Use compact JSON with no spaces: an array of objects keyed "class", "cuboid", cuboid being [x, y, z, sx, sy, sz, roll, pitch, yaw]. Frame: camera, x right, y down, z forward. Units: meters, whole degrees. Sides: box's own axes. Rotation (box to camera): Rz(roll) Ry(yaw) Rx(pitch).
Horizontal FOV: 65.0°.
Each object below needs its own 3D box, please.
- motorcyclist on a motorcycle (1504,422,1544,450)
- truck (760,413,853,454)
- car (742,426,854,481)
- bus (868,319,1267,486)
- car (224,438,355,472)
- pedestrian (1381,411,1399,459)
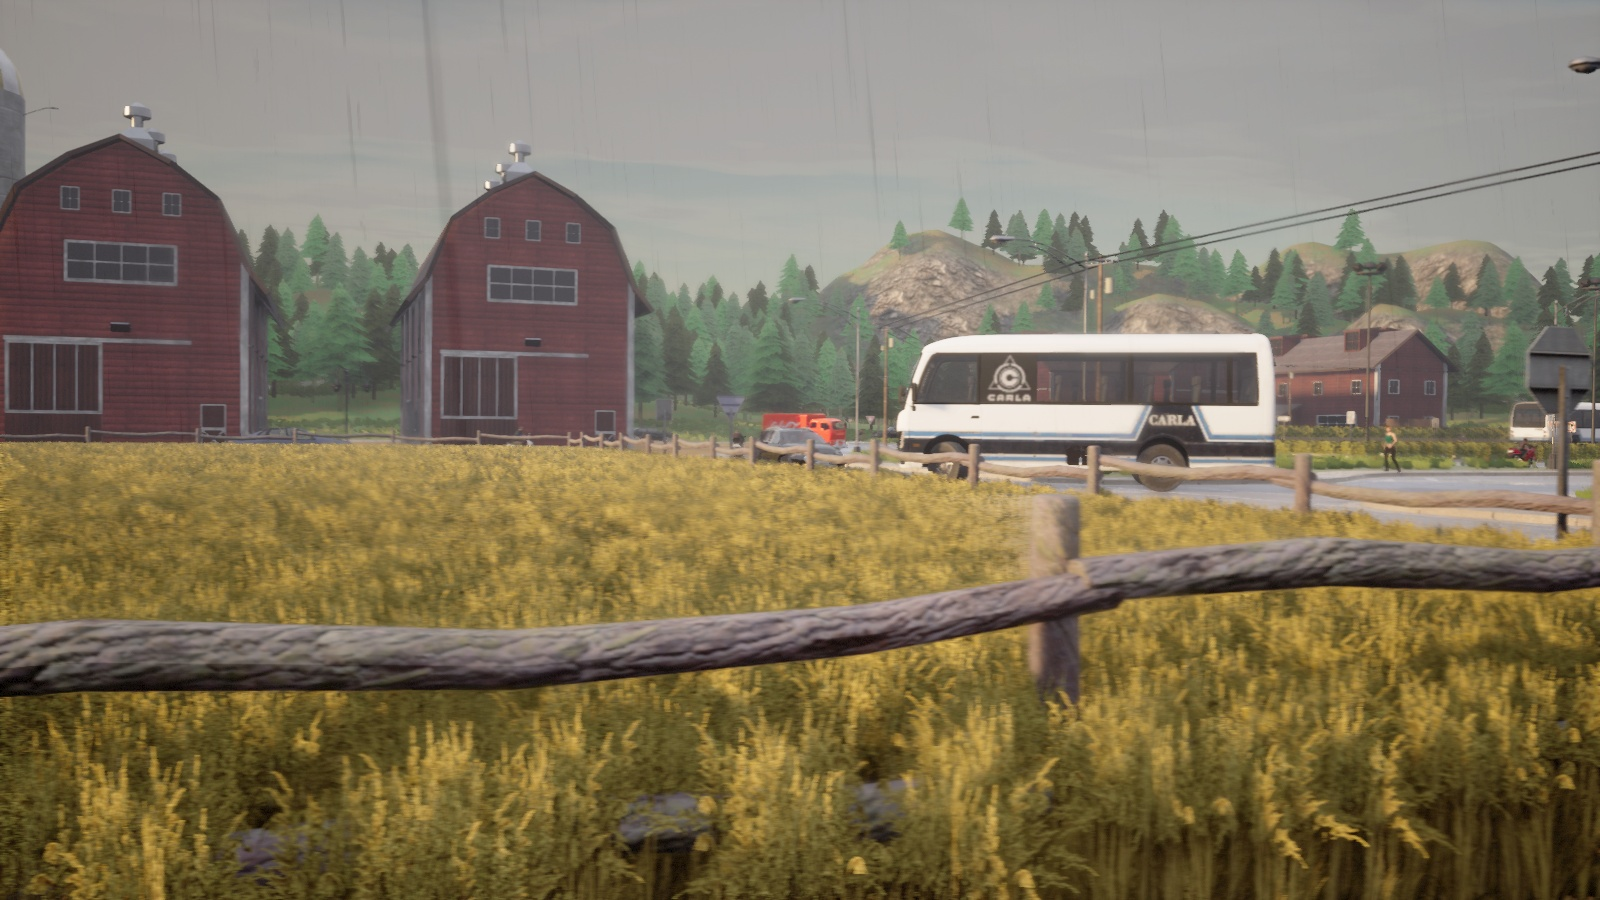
[{"class":"motorcyclist on a motorcycle","cuboid":[40.525,-0.794,70.309,2.044,1.523,0.797,-1,1,-20]},{"class":"truck","cuboid":[0.395,-1.045,78.463,5.204,2.467,2.627,0,3,33]},{"class":"car","cuboid":[-0.155,0.074,40.652,2.033,1.649,4.856,-1,1,-20]},{"class":"bus","cuboid":[7.264,-1.223,35.013,10.273,4.253,3.944,0,1,11]},{"class":"car","cuboid":[-22.989,0.181,56.647,5.357,1.411,2.033,-1,1,-24]},{"class":"pedestrian","cuboid":[22.516,-0.565,47.923,0.594,1.836,0.345,-1,1,-34]}]
